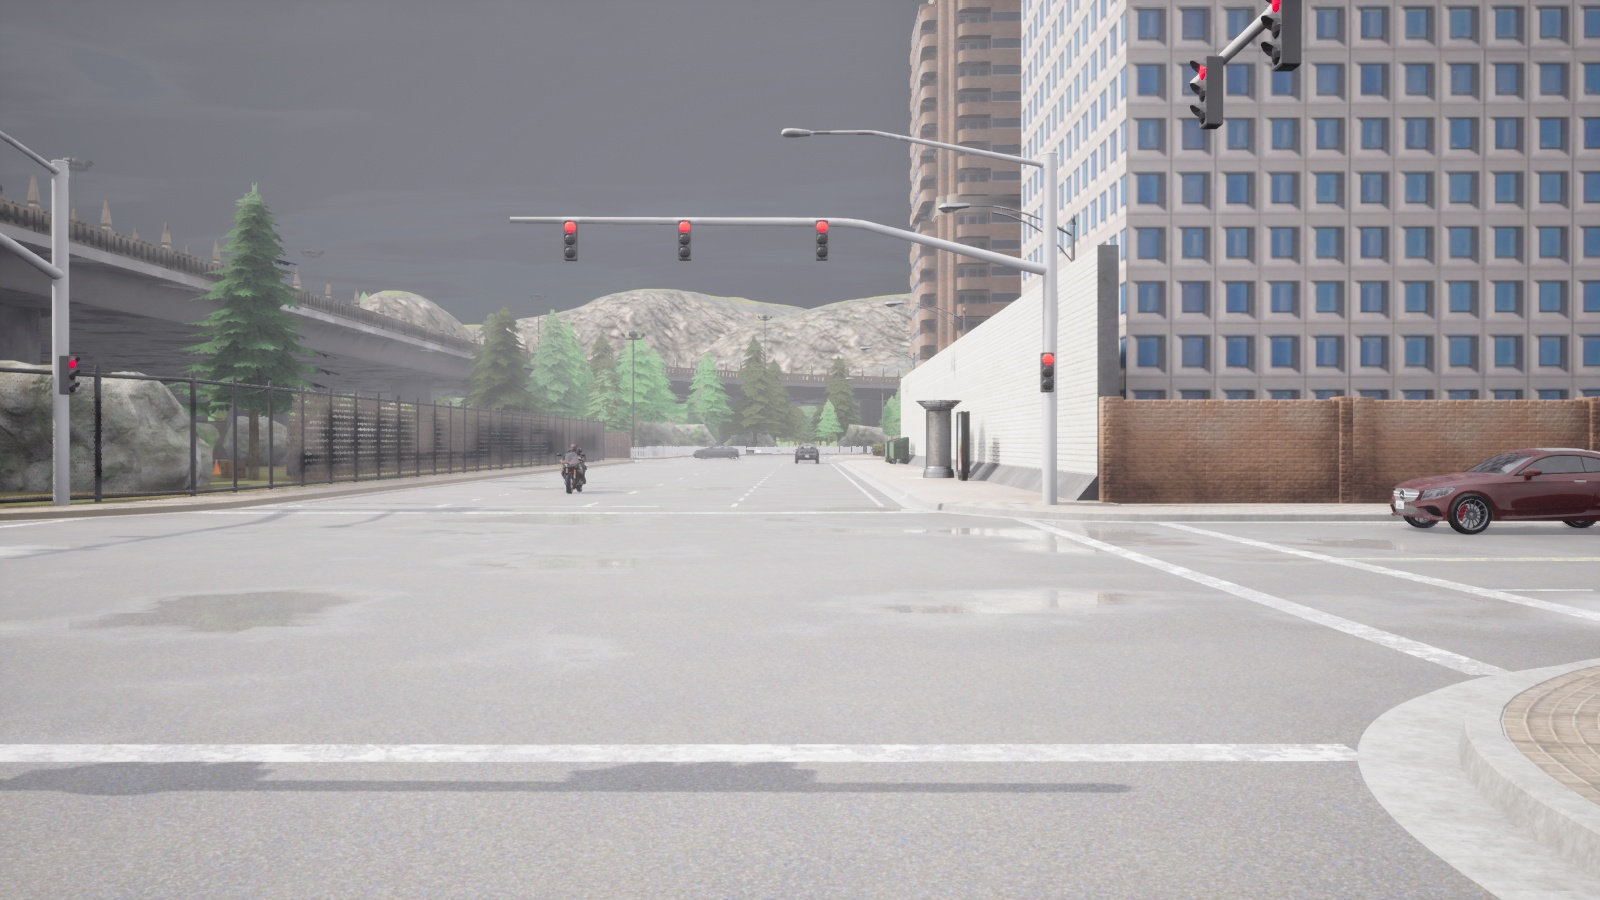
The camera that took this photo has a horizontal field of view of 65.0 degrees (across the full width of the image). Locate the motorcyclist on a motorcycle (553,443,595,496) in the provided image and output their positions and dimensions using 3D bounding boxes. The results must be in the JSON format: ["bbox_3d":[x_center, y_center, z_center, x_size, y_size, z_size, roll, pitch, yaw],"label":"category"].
[{"bbox_3d":[-6.779,0.563,37.779,0.866,1.530,2.191,0,0,0],"label":"motorcyclist on a motorcycle"}]

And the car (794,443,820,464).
[{"bbox_3d":[0.512,0.246,91.154,1.816,1.474,4.193,0,0,0],"label":"car"}]

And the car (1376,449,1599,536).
[{"bbox_3d":[12.785,0.714,21.879,4.674,1.442,1.812,0,0,0],"label":"car"}]
